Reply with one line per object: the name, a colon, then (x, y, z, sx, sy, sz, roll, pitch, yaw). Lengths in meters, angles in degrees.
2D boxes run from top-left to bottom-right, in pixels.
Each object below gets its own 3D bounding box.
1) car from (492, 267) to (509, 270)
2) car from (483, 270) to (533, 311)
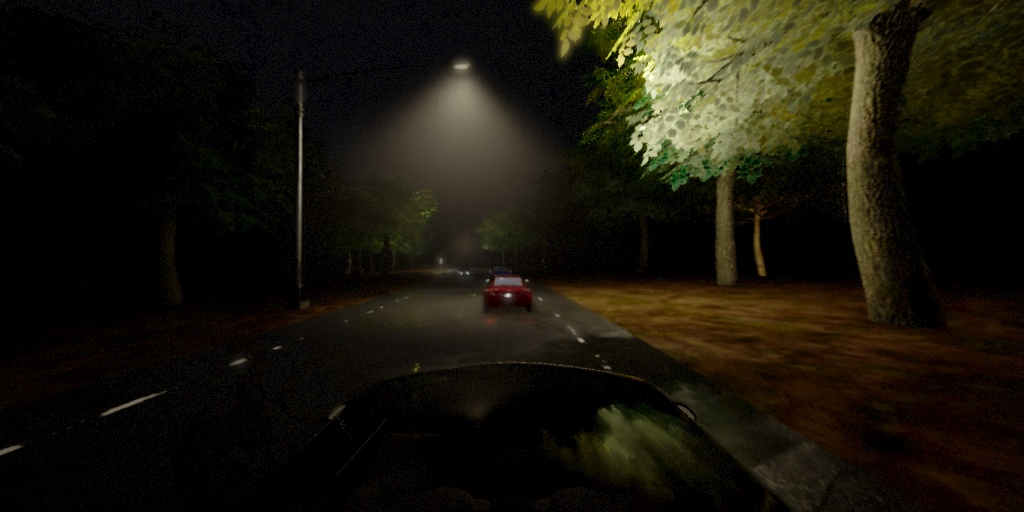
car: (-0.979, 1.637, 30.832, 1.812, 1.442, 4.674, 0, -1, -4)
car: (-0.184, 1.473, 15.424, 1.994, 1.385, 4.181, 0, -1, -1)
